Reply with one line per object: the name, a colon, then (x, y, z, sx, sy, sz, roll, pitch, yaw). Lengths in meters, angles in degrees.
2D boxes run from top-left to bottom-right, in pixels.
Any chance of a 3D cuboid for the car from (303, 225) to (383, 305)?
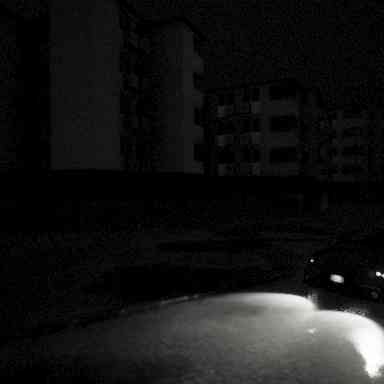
car: (4.477, 1.490, 7.587, 4.181, 1.385, 1.994, -1, 0, -34)
